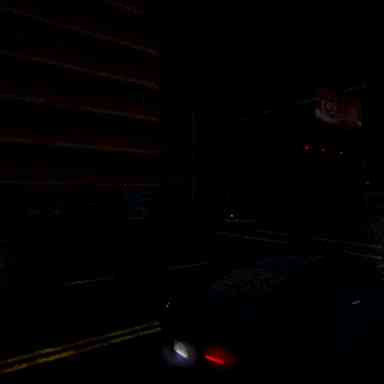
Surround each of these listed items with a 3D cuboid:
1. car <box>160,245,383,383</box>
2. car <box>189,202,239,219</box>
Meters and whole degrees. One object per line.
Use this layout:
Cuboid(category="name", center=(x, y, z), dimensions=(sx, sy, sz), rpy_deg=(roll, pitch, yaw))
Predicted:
Cuboid(category="car", center=(1.750, 1.547, 4.987), dimensions=(4.674, 1.442, 1.812), rpy_deg=(0, 0, -36))
Cuboid(category="car", center=(1.888, 1.645, 30.549), dimensions=(2.033, 1.411, 5.357), rpy_deg=(0, 0, -35))
